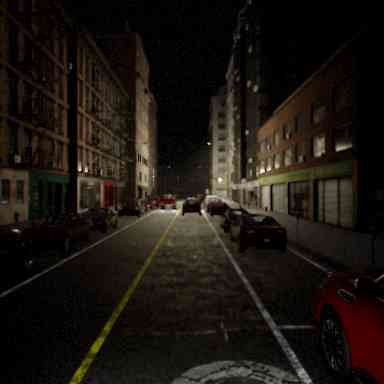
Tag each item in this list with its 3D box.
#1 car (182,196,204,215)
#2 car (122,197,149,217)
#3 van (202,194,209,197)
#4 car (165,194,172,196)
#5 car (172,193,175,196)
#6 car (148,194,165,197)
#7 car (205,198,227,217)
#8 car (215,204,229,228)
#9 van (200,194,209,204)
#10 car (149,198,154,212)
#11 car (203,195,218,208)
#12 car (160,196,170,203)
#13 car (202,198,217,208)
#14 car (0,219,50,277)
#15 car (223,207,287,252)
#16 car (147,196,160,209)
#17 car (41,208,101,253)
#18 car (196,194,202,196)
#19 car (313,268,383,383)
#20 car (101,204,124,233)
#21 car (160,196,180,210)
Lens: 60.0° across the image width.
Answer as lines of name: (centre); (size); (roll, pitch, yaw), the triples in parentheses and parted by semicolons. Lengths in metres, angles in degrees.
car: (-0.031, 1.486, 33.598); (1.882, 1.535, 5.008); (0, 0, 0)
car: (-5.515, 1.453, 30.784); (1.967, 1.590, 4.097); (0, 0, 0)
van: (2.469, 1.349, 42.169); (1.690, 1.788, 3.998); (0, 0, 0)
car: (-5.660, 1.330, 64.854); (2.192, 1.841, 5.009); (0, 0, 0)
car: (-5.709, 1.329, 76.210); (2.192, 1.841, 5.009); (0, 0, 0)
car: (-5.588, 1.330, 47.819); (2.192, 1.841, 5.009); (0, 0, 0)
car: (2.516, 1.550, 30.812); (1.887, 1.381, 4.507); (0, 0, 0)
car: (2.562, 1.586, 19.453); (1.802, 1.307, 4.206); (0, 0, 0)
van: (2.376, 1.349, 64.885); (1.690, 1.788, 3.998); (0, 0, 0)
car: (-5.539, 1.596, 36.462); (1.802, 1.307, 4.206); (0, 0, 0)
car: (2.493, 1.447, 36.490); (1.967, 1.590, 4.097); (0, 0, 0)
car: (-5.684, 1.540, 70.361); (1.752, 1.417, 4.829); (0, 0, 0)
car: (2.446, 1.559, 47.848); (2.008, 1.369, 4.403); (0, 0, 0)
car: (-5.418, 1.574, 8.070); (1.947, 1.339, 4.313); (0, 0, 0)
car: (2.586, 1.547, 13.775); (1.887, 1.381, 4.507); (0, 0, 0)
car: (-5.564, 1.580, 42.140); (1.947, 1.339, 4.313); (0, 0, 0)
car: (-5.442, 1.554, 13.749); (1.887, 1.381, 4.507); (0, 0, 0)
car: (2.399, 1.323, 59.205); (2.192, 1.841, 5.009); (0, 0, 0)
car: (2.632, 1.314, 2.417); (2.192, 1.841, 5.009); (0, 0, 0)
car: (-5.467, 1.593, 19.427); (1.802, 1.307, 4.206); (0, 0, 0)
car: (-2.931, 1.538, 42.870); (1.812, 1.442, 4.674); (0, 0, 0)
